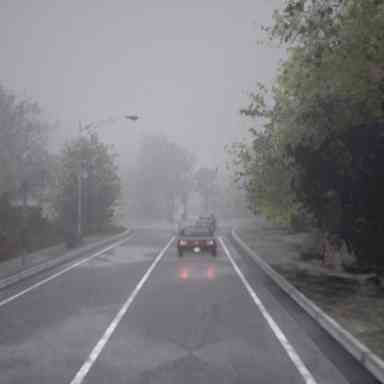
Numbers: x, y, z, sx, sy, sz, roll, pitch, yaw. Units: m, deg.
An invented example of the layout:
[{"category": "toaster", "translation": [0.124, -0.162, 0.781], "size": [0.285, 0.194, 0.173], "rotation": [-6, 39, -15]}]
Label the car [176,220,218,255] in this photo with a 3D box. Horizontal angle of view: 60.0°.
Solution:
[{"category": "car", "translation": [0.260, 2.395, 17.296], "size": [1.895, 1.301, 4.718], "rotation": [-1, -2, 1]}]

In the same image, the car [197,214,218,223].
[{"category": "car", "translation": [1.575, 2.961, 33.807], "size": [2.128, 1.511, 4.902], "rotation": [-1, -3, 9]}]
